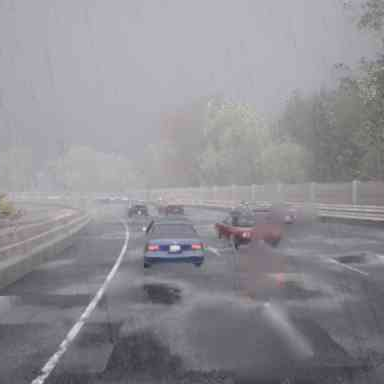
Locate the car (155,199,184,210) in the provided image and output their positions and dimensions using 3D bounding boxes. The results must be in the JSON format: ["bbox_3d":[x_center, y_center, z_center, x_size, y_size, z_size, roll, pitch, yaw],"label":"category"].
[{"bbox_3d":[-2.293,1.618,34.220,1.882,1.535,5.008,0,0,-18],"label":"car"}]

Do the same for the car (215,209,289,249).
[{"bbox_3d":[2.328,1.649,14.886,1.895,1.301,4.718,0,0,-8],"label":"car"}]

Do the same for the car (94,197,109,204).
[{"bbox_3d":[-20.026,1.839,73.441,1.882,1.535,5.008,0,0,-35],"label":"car"}]

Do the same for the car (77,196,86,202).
[{"bbox_3d":[-28.966,1.949,87.123,1.837,1.490,4.892,0,0,-27],"label":"car"}]

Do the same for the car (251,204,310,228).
[{"bbox_3d":[6.017,1.611,22.591,2.033,1.411,5.357,0,0,-8],"label":"car"}]

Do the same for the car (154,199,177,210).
[{"bbox_3d":[-3.856,1.722,47.145,1.812,1.442,4.674,0,0,-25],"label":"car"}]

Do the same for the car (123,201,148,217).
[{"bbox_3d":[-5.627,1.655,33.129,1.837,1.490,4.892,0,0,-18],"label":"car"}]

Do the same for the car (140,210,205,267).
[{"bbox_3d":[-0.749,1.596,11.646,2.033,1.411,5.357,0,0,-6],"label":"car"}]

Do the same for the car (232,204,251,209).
[{"bbox_3d":[4.018,1.567,23.608,2.128,1.511,4.902,0,0,-10],"label":"car"}]
